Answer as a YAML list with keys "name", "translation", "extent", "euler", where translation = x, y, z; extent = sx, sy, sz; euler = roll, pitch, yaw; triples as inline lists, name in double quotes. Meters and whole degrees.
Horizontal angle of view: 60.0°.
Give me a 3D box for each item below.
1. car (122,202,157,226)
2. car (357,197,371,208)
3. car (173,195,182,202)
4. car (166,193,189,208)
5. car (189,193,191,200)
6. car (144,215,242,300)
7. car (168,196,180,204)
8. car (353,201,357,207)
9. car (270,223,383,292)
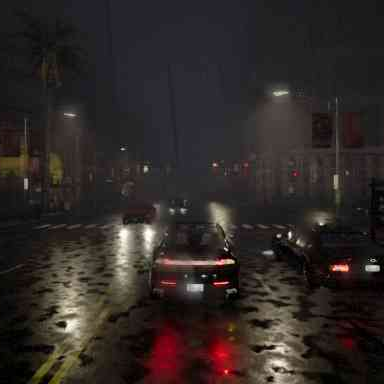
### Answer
- name: "car"
  translation: [-3.589, 1.477, 23.504]
  extent: [1.882, 1.535, 5.008]
  euler: [0, 0, 0]
- name: "car"
  translation: [25.441, 1.505, 44.699]
  extent: [4.892, 1.490, 1.837]
  euler: [0, 0, 0]
- name: "car"
  translation: [-3.460, 1.540, 80.971]
  extent: [2.033, 1.411, 5.357]
  euler: [0, 0, 0]
- name: "car"
  translation: [-2.382, 1.352, 47.606]
  extent: [2.097, 1.767, 4.553]
  euler: [0, 0, -16]
- name: "car"
  translation: [-1.874, 1.225, 94.916]
  extent: [2.150, 2.045, 5.566]
  euler: [0, 0, 13]
- name: "car"
  translation: [0.063, 1.492, 8.347]
  extent: [2.128, 1.511, 4.902]
  euler: [0, 0, 0]
- name: "car"
  translation: [-3.495, 1.491, 66.179]
  extent: [2.128, 1.511, 4.902]
  euler: [0, 0, 0]
- name: "car"
  translation: [26.061, 1.477, 48.209]
  extent: [5.008, 1.535, 1.882]
  euler: [0, 0, 0]
- name: "car"
  translation: [3.567, 1.547, 9.047]
  extent: [2.033, 1.411, 5.357]
  euler: [0, 0, 0]
